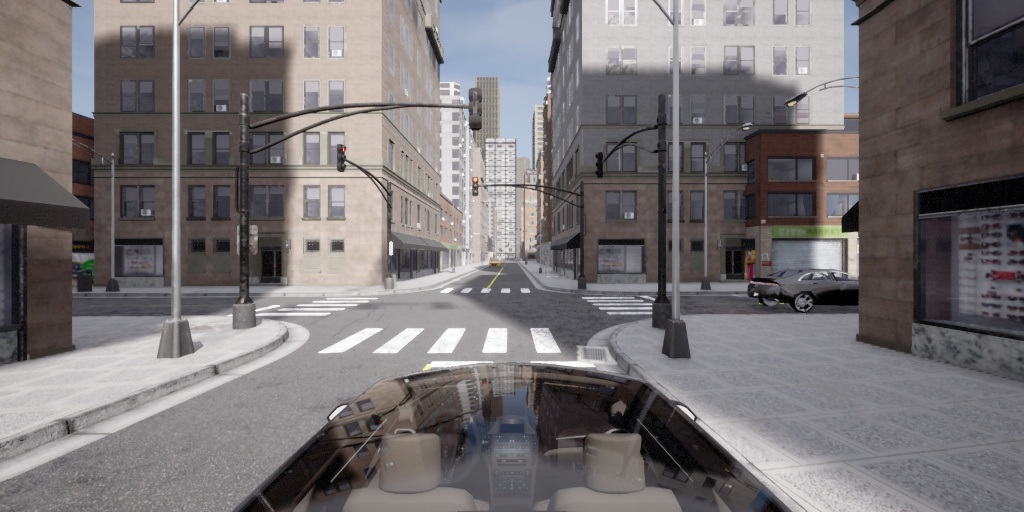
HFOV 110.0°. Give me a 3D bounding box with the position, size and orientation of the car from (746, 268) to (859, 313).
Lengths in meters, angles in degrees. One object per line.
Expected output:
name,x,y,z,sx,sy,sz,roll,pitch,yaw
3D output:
car,11.428,1.209,13.234,4.902,1.511,2.128,0,0,0

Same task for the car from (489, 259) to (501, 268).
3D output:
car,-2.995,1.207,62.919,1.882,1.535,5.008,0,0,0
